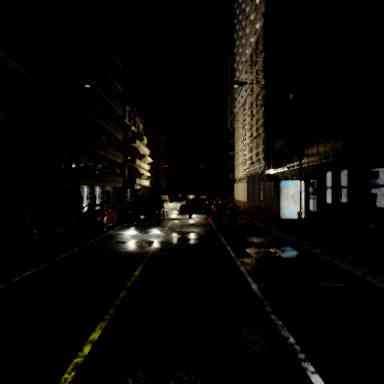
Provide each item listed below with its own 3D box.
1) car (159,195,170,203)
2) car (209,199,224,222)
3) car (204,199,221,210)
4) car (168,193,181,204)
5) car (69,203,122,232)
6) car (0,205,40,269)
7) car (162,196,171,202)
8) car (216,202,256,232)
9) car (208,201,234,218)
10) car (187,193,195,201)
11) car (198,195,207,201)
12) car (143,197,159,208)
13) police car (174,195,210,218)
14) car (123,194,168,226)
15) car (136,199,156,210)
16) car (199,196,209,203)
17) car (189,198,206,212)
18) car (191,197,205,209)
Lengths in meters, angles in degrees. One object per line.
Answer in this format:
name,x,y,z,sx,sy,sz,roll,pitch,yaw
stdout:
car,-5.873,1.434,70.545,1.967,1.590,4.097,0,0,0
car,2.624,1.431,25.378,1.967,1.590,4.097,0,0,0
car,2.580,1.554,42.324,1.947,1.339,4.313,0,0,0
car,-3.178,1.244,65.608,2.150,2.045,5.566,0,0,0
car,-5.742,1.432,19.709,1.967,1.590,4.097,0,0,0
car,-5.714,1.311,8.411,2.192,1.841,5.009,0,0,0
car,-5.888,1.578,76.193,1.802,1.307,4.206,0,0,0
car,2.638,1.518,19.900,1.752,1.417,4.829,0,0,0
car,2.609,1.540,31.027,2.008,1.369,4.403,0,0,0
car,-0.212,1.225,82.378,2.097,1.767,4.553,0,0,0
car,2.478,1.550,81.864,2.008,1.369,4.403,0,0,0
car,-5.815,1.513,47.781,1.752,1.417,4.829,0,0,0
police car,0.168,1.414,30.518,1.930,1.638,5.238,0,0,-18
car,-3.162,1.211,23.884,2.150,2.045,5.566,0,0,0
car,-5.801,1.553,42.302,1.947,1.339,4.313,0,0,0
car,2.507,1.539,70.566,1.887,1.381,4.507,0,0,0
car,0.676,1.493,40.551,1.837,1.490,4.892,0,0,1
car,0.780,1.515,46.533,1.812,1.442,4.674,0,0,0
